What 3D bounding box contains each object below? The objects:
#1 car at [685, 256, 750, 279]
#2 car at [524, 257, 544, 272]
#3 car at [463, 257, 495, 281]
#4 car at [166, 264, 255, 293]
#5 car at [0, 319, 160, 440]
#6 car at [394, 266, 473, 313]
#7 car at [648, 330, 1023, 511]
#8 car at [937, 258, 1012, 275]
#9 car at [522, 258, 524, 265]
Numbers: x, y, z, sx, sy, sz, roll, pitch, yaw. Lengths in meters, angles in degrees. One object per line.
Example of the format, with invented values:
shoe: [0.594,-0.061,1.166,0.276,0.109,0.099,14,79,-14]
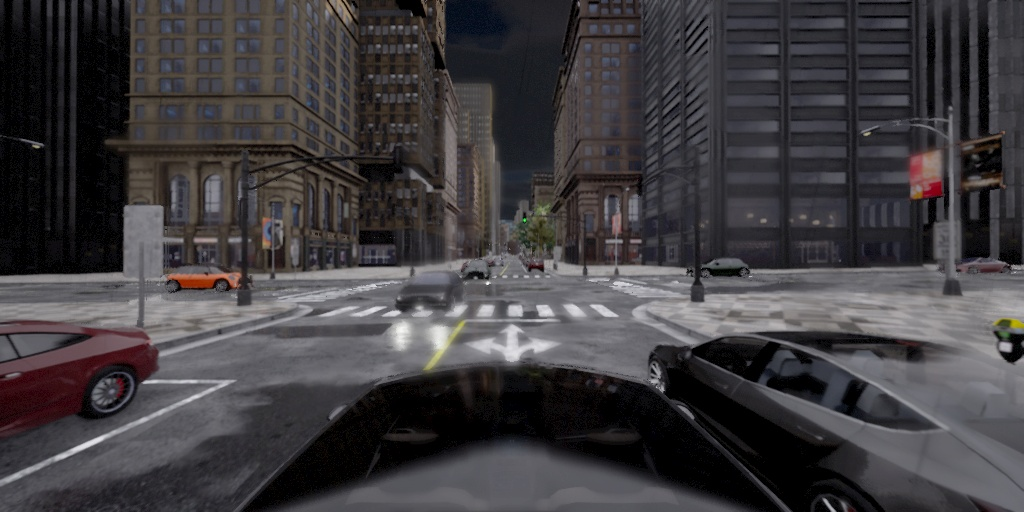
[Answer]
car: [16.755,0.926,29.409,4.553,1.767,2.097,-1,0,0]
car: [3.108,1.096,46.603,2.192,1.841,5.009,0,0,0]
car: [-2.805,1.117,30.257,2.097,1.767,4.553,0,0,1]
car: [-19.106,1.368,22.886,4.553,1.767,2.097,-1,0,0]
car: [-5.760,1.336,3.304,1.802,1.307,4.207,0,0,0]
car: [-2.989,1.309,14.291,2.033,1.411,5.357,0,0,0]
car: [2.765,1.320,3.282,1.948,1.339,4.313,0,0,0]
car: [37.673,0.819,29.291,4.181,1.385,1.994,-1,0,0]
car: [3.248,1.330,63.225,1.948,1.339,4.313,0,0,0]
